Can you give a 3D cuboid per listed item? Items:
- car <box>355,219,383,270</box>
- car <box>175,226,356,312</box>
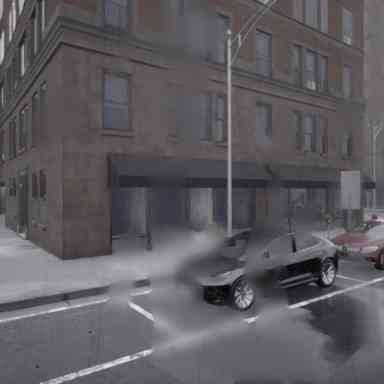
[{"bbox_3d":[6.139,1.582,10.915,4.206,1.307,1.802,0,0,-36],"label":"car"},{"bbox_3d":[1.661,1.566,7.720,4.313,1.339,1.947,0,0,-36],"label":"car"}]
